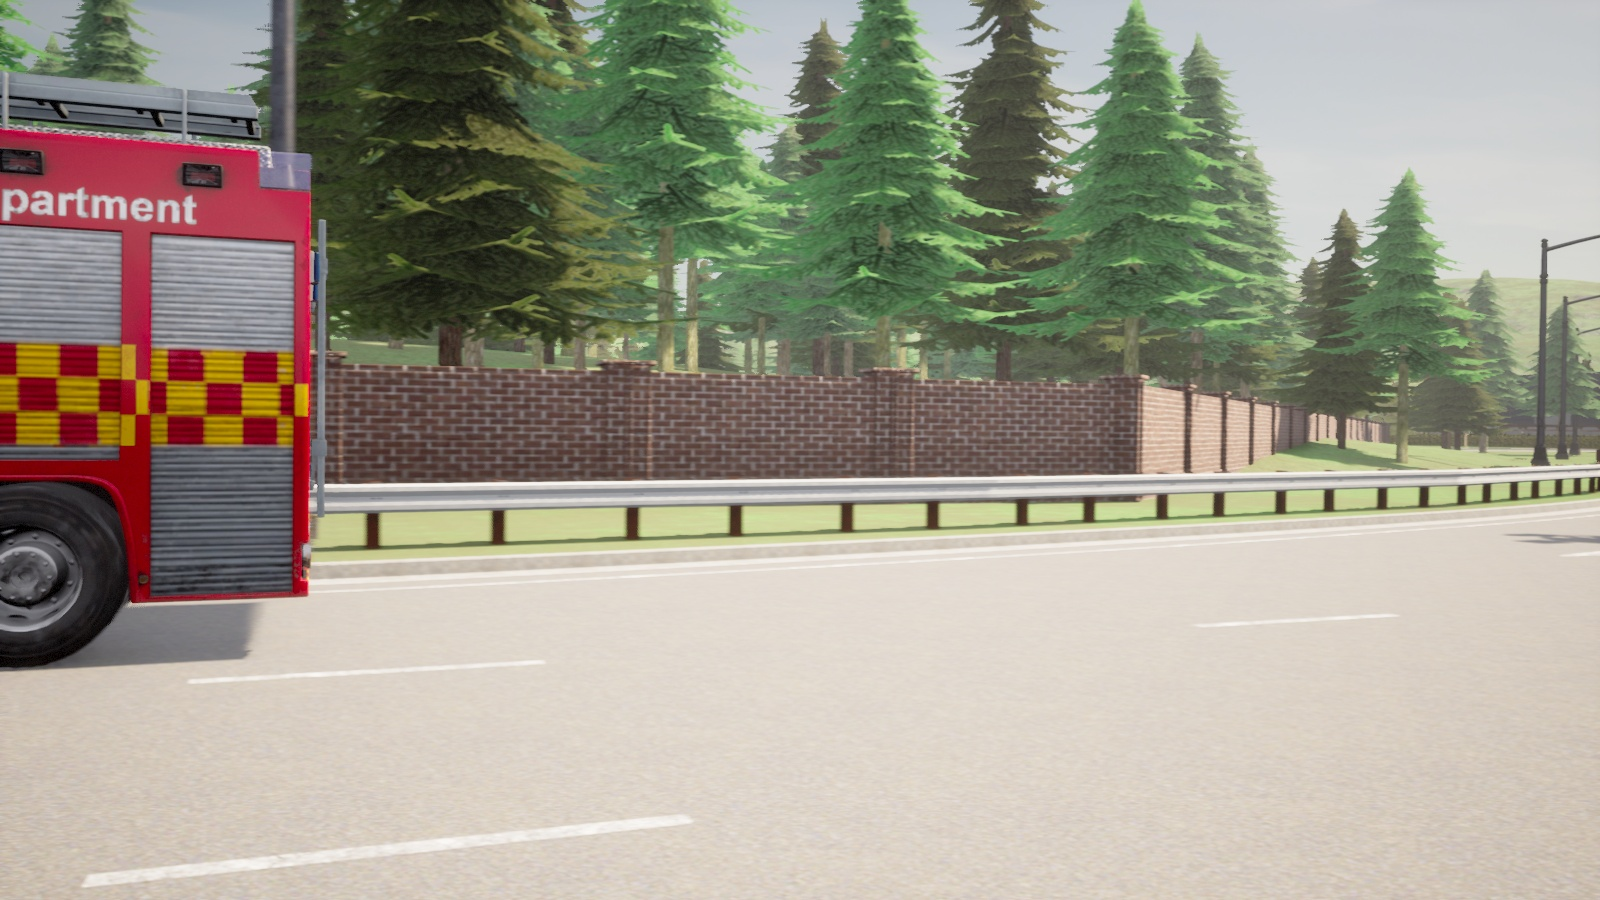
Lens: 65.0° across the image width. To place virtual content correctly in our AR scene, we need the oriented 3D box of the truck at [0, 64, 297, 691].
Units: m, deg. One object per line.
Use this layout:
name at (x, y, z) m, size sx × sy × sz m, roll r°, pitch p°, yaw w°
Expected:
truck at (-7.825, -0.413, 8.054) m, size 8.468 × 3.827 × 2.891 m, roll -1°, pitch 1°, yaw -22°
